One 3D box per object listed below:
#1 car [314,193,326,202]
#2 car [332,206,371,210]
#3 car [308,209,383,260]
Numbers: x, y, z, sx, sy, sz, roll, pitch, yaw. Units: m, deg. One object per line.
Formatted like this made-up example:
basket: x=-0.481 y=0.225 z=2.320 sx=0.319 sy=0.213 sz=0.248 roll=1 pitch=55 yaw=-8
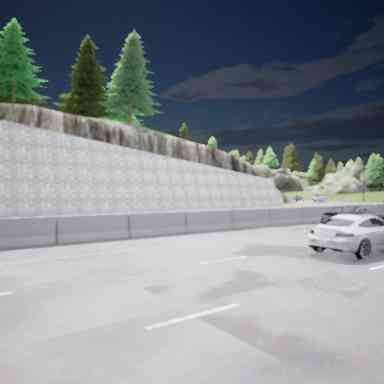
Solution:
car: x=30.080 y=1.373 z=78.402 sx=2.150 sy=2.045 sz=5.566 roll=0 pitch=0 yaw=12
car: x=9.385 y=1.531 z=19.044 sx=4.902 sy=1.511 sz=2.128 roll=0 pitch=0 yaw=-35
car: x=6.286 y=1.552 z=12.535 sx=4.674 sy=1.442 sz=1.812 roll=0 pitch=0 yaw=-35
